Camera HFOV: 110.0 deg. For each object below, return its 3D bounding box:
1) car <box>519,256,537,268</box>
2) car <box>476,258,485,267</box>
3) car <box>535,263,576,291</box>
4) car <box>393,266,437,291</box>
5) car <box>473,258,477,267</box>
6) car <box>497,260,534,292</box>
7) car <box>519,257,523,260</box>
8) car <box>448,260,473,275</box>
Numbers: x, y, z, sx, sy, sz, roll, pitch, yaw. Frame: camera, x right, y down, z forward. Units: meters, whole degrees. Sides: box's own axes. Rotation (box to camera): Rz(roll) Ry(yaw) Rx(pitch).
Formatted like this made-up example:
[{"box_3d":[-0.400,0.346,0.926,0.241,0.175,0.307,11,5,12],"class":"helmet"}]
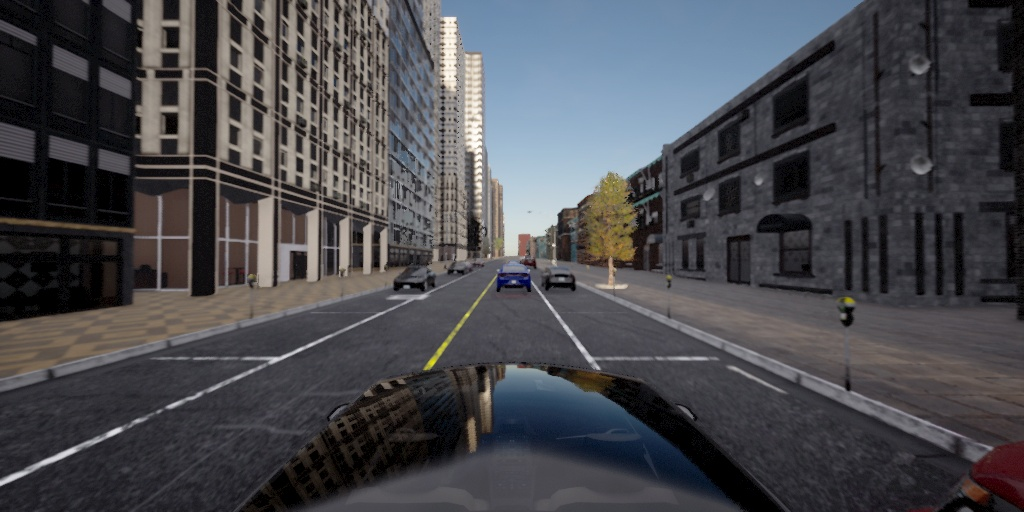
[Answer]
[{"box_3d":[2.689,0.976,54.815,2.192,1.841,5.009,0,0,0],"class":"car"},{"box_3d":[-5.692,1.089,60.357,1.967,1.591,4.097,0,0,0],"class":"car"},{"box_3d":[2.691,1.289,21.539,1.948,1.339,4.313,0,0,0],"class":"car"},{"box_3d":[-5.690,1.288,21.536,1.948,1.339,4.313,0,0,0],"class":"car"},{"box_3d":[-5.691,1.264,43.719,1.802,1.307,4.207,0,0,0],"class":"car"},{"box_3d":[0.099,1.201,21.364,1.882,1.535,5.008,0,0,0],"class":"car"},{"box_3d":[0.098,1.209,43.672,1.812,1.442,4.674,0,0,0],"class":"car"},{"box_3d":[-5.691,1.258,38.174,1.948,1.339,4.313,0,0,0],"class":"car"}]
